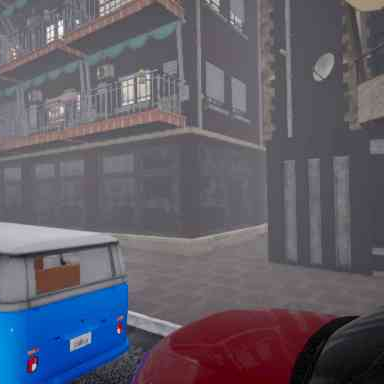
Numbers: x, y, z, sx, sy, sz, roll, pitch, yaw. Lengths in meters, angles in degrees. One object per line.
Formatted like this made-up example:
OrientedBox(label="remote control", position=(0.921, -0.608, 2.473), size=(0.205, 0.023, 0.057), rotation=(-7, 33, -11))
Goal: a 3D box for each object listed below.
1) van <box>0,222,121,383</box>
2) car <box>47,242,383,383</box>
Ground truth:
OrientedBox(label="van", position=(-2.683, 1.343, 4.588), size=(3.998, 1.788, 1.690), rotation=(0, -1, 35))
OrientedBox(label="car", position=(1.840, 1.315, 1.403), size=(5.009, 1.841, 2.192), rotation=(0, -1, 35))
